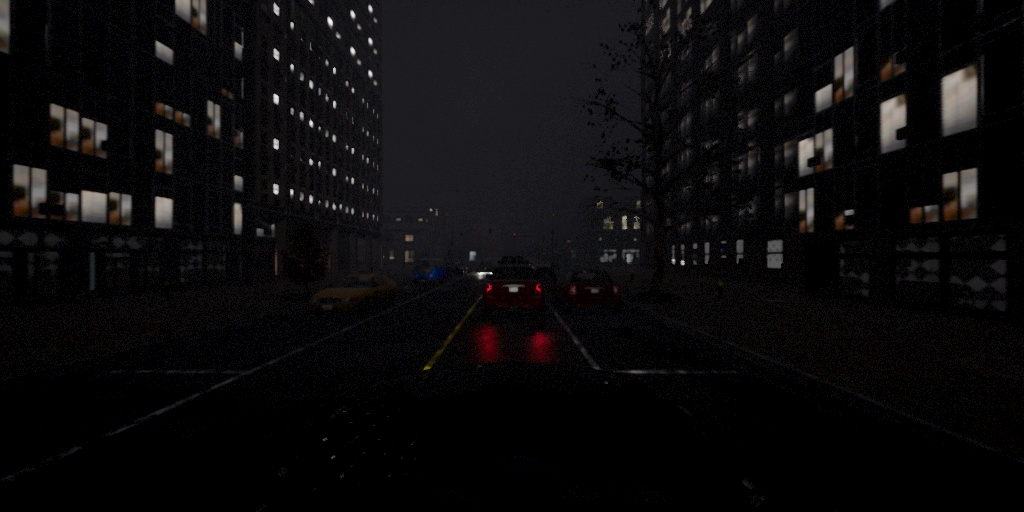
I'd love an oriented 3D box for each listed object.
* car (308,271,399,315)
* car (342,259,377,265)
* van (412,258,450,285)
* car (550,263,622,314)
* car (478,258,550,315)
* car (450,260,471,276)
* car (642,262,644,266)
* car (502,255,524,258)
[{"bbox_3d":[-5.689,1.253,13.442,1.751,1.417,4.829,0,0,0],"label":"car"},{"bbox_3d":[-25.406,1.060,60.155,4.403,1.370,2.007,0,0,1],"label":"car"},{"bbox_3d":[-5.687,1.047,24.997,1.690,1.789,3.998,0,0,0],"label":"van"},{"bbox_3d":[2.692,1.168,13.595,1.967,1.591,4.097,0,0,0],"label":"car"},{"bbox_3d":[0.070,1.080,13.516,2.097,1.767,4.553,0,0,0],"label":"car"},{"bbox_3d":[-5.684,1.123,36.381,1.967,1.591,4.097,0,0,0],"label":"car"},{"bbox_3d":[23.652,1.317,59.357,4.207,1.307,1.802,0,0,1],"label":"car"},{"bbox_3d":[0.070,0.923,28.109,2.150,2.045,5.566,0,0,0],"label":"car"}]
